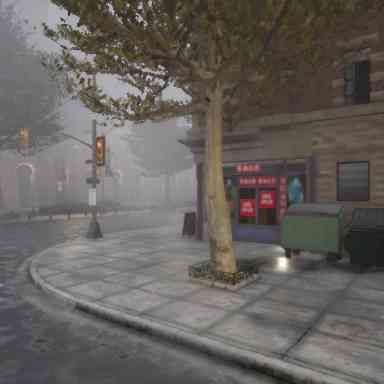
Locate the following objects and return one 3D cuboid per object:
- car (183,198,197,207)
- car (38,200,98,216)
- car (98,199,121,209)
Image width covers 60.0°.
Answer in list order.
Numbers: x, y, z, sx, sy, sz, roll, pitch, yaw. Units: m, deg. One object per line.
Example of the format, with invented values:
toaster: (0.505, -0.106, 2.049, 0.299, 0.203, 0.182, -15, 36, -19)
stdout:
car: (0.626, 1.601, 51.131, 1.895, 1.301, 4.718, 0, 0, 36)
car: (-12.458, 1.547, 33.241, 2.033, 1.411, 5.357, 0, 0, 36)
car: (-12.005, 1.595, 45.138, 1.895, 1.301, 4.718, 0, 0, 36)
